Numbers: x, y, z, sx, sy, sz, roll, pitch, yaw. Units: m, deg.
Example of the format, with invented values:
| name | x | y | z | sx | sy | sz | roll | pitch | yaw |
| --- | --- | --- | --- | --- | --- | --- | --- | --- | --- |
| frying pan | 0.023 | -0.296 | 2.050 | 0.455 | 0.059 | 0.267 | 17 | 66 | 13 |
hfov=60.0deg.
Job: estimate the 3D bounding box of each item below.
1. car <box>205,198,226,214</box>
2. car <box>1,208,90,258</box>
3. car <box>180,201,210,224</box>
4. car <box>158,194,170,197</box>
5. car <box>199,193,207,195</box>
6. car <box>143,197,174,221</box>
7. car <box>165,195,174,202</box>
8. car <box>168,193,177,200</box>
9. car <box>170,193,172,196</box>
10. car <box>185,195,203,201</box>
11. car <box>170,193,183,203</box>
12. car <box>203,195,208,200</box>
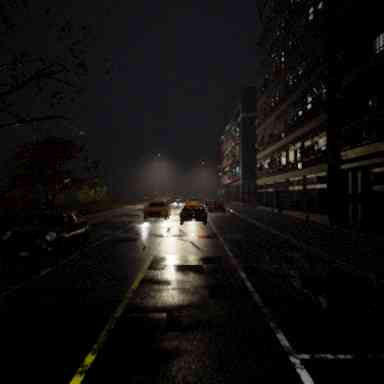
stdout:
| name | x | y | z | sx | sy | sz | roll | pitch | yaw |
| --- | --- | --- | --- | --- | --- | --- | --- | --- | --- |
| car | 2.582 | 1.572 | 34.958 | 1.802 | 1.307 | 4.206 | 1 | 0 | 0 |
| car | -5.302 | 1.436 | 12.508 | 1.967 | 1.590 | 4.097 | 1 | 0 | 0 |
| car | 0.106 | 1.594 | 24.488 | 1.895 | 1.301 | 4.718 | 0 | 0 | 0 |
| car | -5.293 | 1.425 | 56.799 | 1.967 | 1.590 | 4.097 | 1 | 0 | 0 |
| car | 2.593 | 1.295 | 73.772 | 2.192 | 1.841 | 5.009 | 1 | 0 | 0 |
| car | -2.842 | 1.470 | 27.579 | 1.882 | 1.535 | 5.008 | 0 | 0 | 0 |
| car | -5.289 | 1.530 | 78.944 | 2.008 | 1.369 | 4.403 | 1 | 0 | 0 |
| car | -5.284 | 1.291 | 90.016 | 2.192 | 1.841 | 5.009 | 1 | 0 | 0 |
| car | -5.288 | 1.295 | 73.408 | 2.192 | 1.841 | 5.009 | 1 | 0 | 0 |
| car | 0.110 | 1.466 | 42.152 | 1.882 | 1.535 | 5.008 | 0 | 0 | 0 |
| car | -2.736 | 1.497 | 68.253 | 2.128 | 1.511 | 4.902 | 0 | 0 | 0 |
| car | 2.584 | 1.538 | 46.048 | 2.008 | 1.369 | 4.403 | 1 | 0 | 0 |
